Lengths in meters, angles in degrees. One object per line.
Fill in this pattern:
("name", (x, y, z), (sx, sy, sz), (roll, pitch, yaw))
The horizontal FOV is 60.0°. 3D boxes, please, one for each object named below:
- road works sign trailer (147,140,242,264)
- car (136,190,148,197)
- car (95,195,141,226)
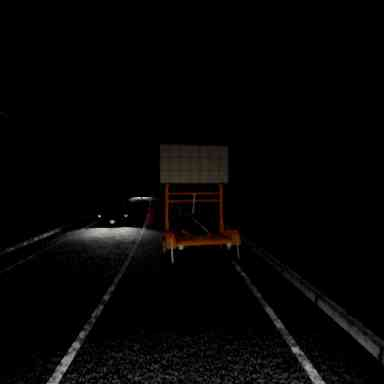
("road works sign trailer", (0.035, 0.163, 10.844), (2.380, 3.560, 2.880), (-1, 1, -16))
("car", (-9.093, 0.251, 60.864), (1.994, 1.385, 4.181), (0, 3, -7))
("car", (-4.356, 1.107, 19.706), (2.033, 1.411, 5.357), (0, 1, -6))
